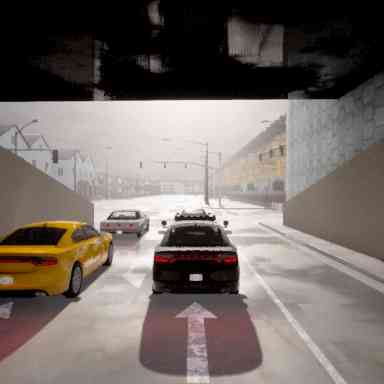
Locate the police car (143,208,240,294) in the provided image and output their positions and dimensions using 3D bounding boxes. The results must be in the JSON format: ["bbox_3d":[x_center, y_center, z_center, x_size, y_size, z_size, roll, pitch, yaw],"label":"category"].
[{"bbox_3d":[0.084,1.425,8.932,1.930,1.638,5.238,0,0,0],"label":"police car"}]

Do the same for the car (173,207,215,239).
[{"bbox_3d":[0.088,1.564,17.894,1.994,1.385,4.181,0,0,0],"label":"car"}]

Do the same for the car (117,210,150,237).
[{"bbox_3d":[-3.410,1.601,17.848,1.895,1.301,4.718,0,0,0],"label":"car"}]

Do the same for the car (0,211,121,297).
[{"bbox_3d":[-3.412,1.478,8.606,1.882,1.535,5.008,0,0,0],"label":"car"}]
